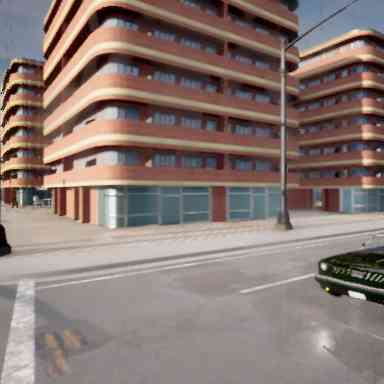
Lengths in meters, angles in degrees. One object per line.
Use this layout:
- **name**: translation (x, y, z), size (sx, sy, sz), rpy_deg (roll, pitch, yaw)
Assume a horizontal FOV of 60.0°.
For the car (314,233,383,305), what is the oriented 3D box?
- **car**: translation (4.845, 1.594, 7.418), size (4.718, 1.301, 1.895), rpy_deg (0, 0, -35)
